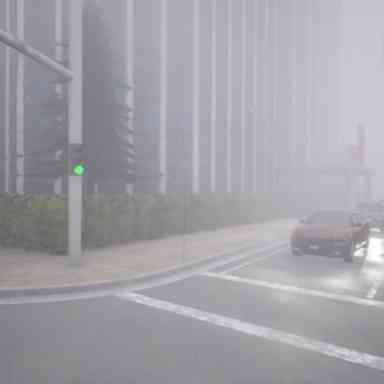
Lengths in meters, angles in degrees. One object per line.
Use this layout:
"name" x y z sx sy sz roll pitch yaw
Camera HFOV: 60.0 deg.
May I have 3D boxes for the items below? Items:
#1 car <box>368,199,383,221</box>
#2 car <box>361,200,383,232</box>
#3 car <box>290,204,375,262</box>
"car" 16.035 1.417 27.318 2.128 1.511 4.902 1 0 36
"car" 10.572 1.423 19.708 2.128 1.511 4.902 1 0 36
"car" 5.173 1.415 12.175 1.882 1.535 5.008 1 0 36
